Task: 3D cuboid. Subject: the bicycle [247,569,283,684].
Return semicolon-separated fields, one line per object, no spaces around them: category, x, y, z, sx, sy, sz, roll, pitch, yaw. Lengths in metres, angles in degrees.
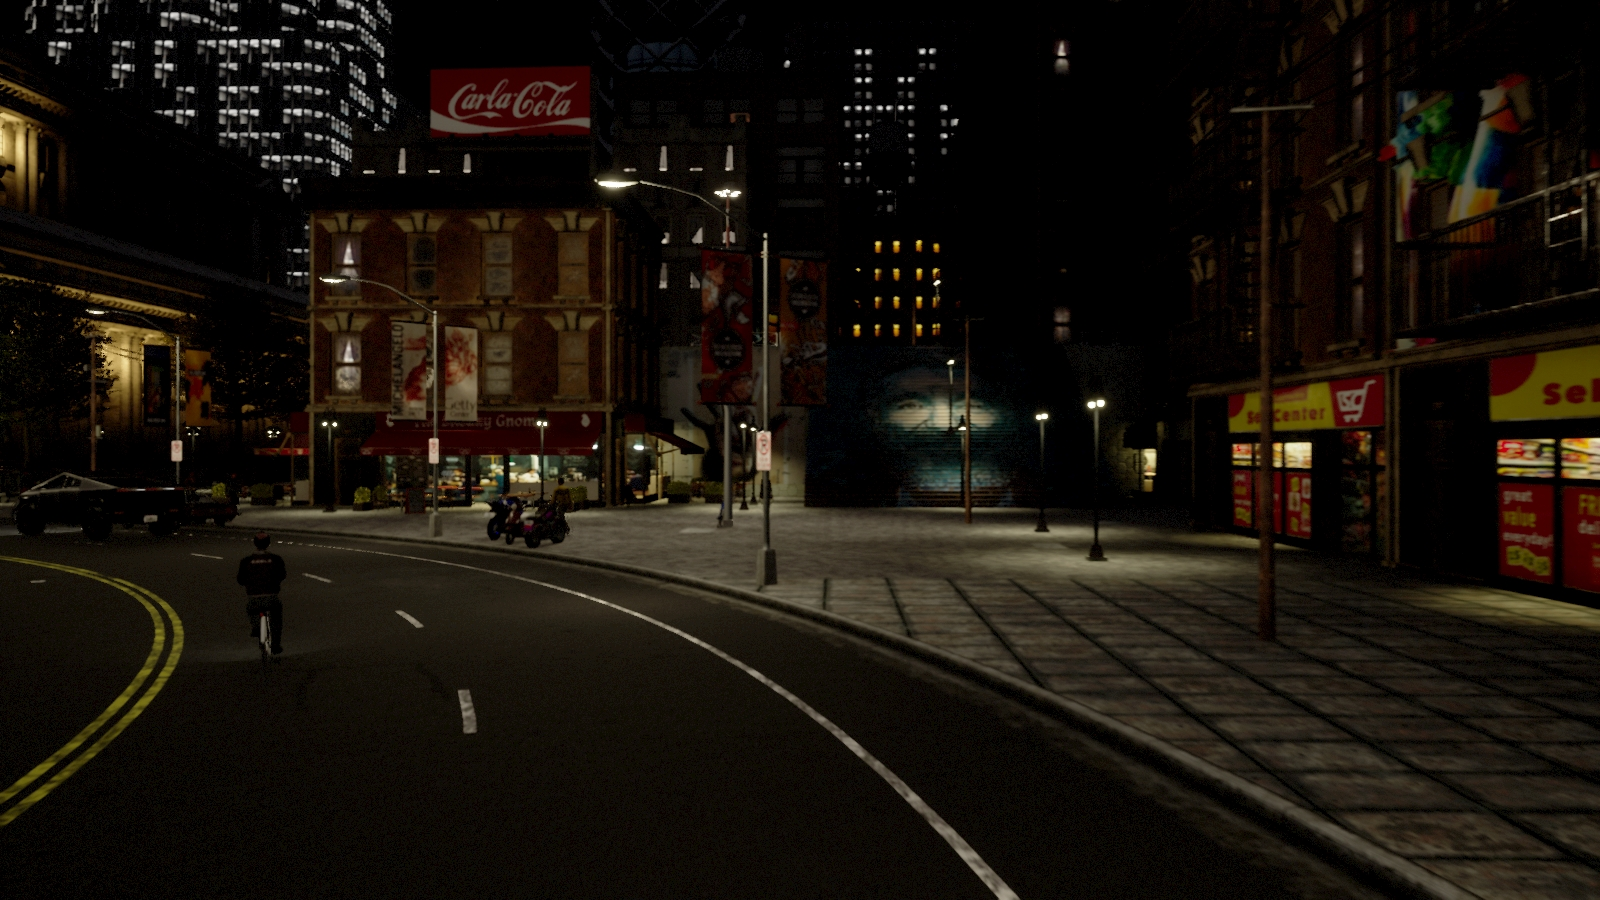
bicycle;-6.831;2.213;14.627;0.329;1.171;1.835;-2;1;-24

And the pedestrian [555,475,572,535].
pedestrian;-7.380;1.700;35.591;0.375;1.860;0.375;0;0;-45

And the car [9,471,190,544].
car;-22.635;1.763;36.836;6.274;2.098;2.390;0;0;32
